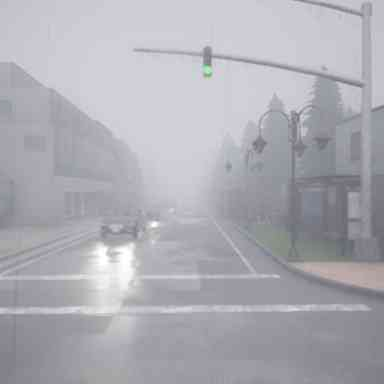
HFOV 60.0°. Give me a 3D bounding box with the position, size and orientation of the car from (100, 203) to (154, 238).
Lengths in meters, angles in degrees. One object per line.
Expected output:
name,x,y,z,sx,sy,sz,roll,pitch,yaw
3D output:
car,-3.573,1.542,18.058,2.128,1.511,4.902,0,0,0

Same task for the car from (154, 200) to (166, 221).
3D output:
car,-3.558,1.643,28.040,1.994,1.385,4.181,0,0,0

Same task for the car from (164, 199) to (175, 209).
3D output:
car,-3.451,1.684,47.988,2.033,1.411,5.357,0,0,1

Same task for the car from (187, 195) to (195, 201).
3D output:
car,-0.252,1.602,91.418,1.837,1.490,4.892,0,0,-9
